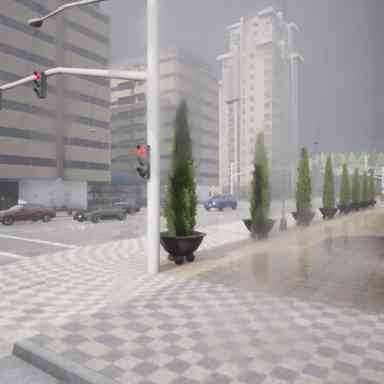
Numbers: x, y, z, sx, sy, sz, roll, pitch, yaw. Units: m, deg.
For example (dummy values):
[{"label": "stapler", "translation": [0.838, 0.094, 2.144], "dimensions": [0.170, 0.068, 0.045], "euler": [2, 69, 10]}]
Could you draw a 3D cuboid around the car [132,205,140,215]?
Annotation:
[{"label": "car", "translation": [-7.248, 1.656, 32.089], "dimensions": [1.895, 1.301, 4.718], "euler": [0, 0, 35]}]

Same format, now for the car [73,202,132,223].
[{"label": "car", "translation": [-7.122, 1.619, 26.100], "dimensions": [1.994, 1.385, 4.181], "euler": [0, 0, 35]}]

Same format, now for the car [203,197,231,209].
[{"label": "car", "translation": [3.625, 1.560, 47.820], "dimensions": [1.837, 1.490, 4.892], "euler": [0, 0, 35]}]

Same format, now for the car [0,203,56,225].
[{"label": "car", "translation": [-12.391, 1.581, 24.582], "dimensions": [1.812, 1.442, 4.674], "euler": [0, 0, 34]}]

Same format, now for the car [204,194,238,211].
[{"label": "car", "translation": [3.716, 1.277, 41.812], "dimensions": [2.150, 2.045, 5.566], "euler": [0, 0, 35]}]
